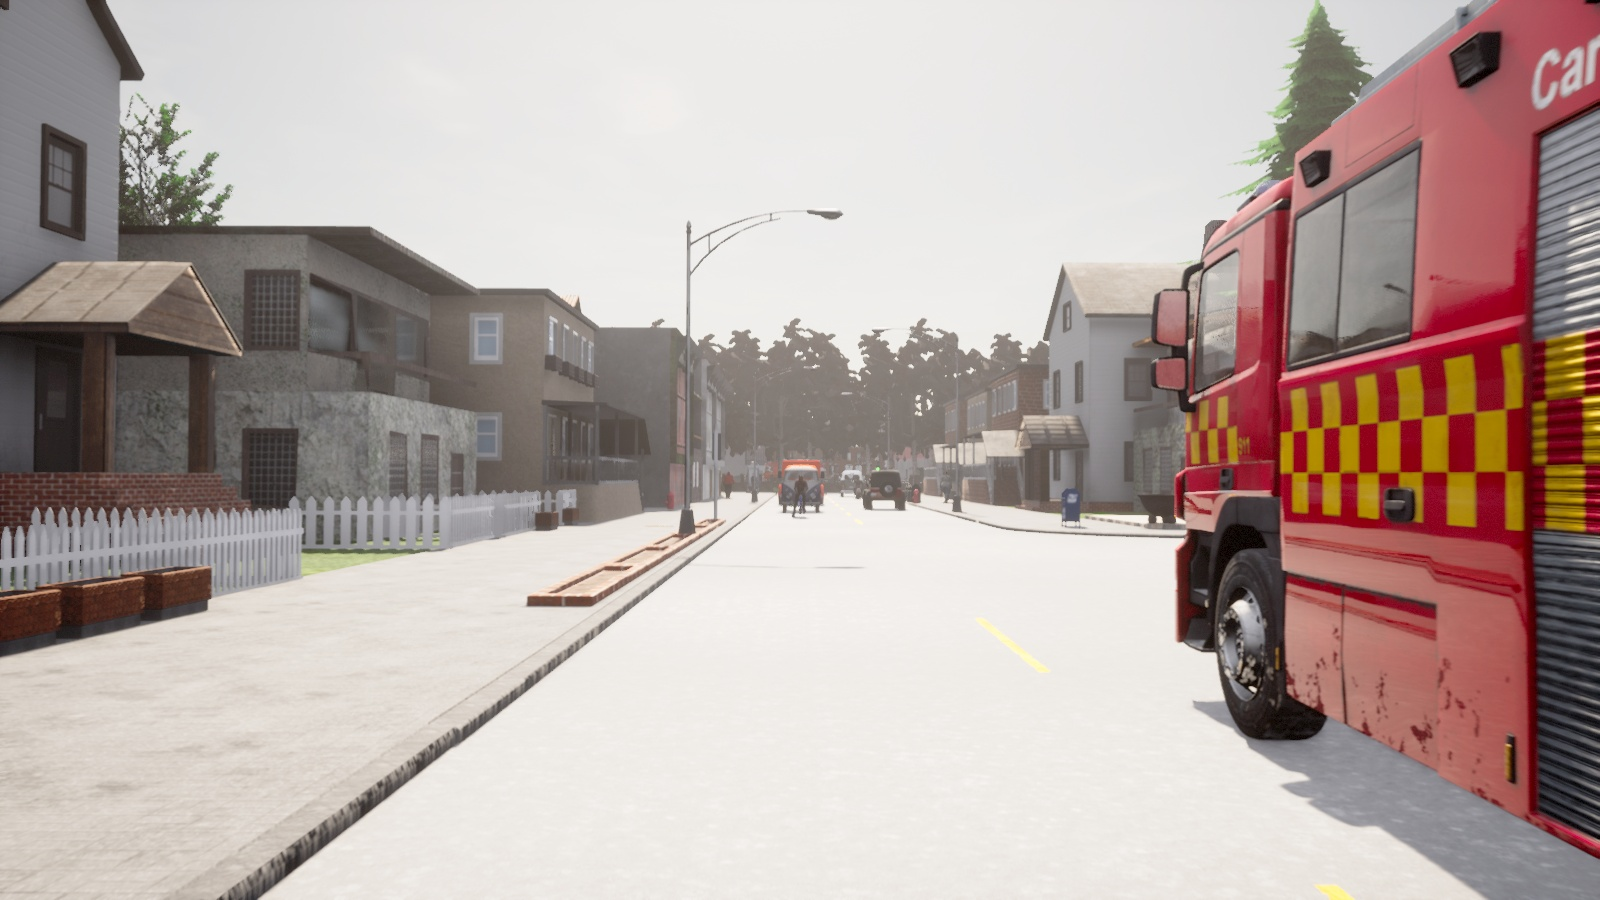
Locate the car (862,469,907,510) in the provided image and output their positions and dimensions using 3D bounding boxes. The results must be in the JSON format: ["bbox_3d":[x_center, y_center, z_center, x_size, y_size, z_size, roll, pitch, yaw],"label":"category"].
[{"bbox_3d":[4.065,1.891,60.865,1.905,1.878,3.866,0,-1,0],"label":"car"}]

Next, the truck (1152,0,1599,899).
[{"bbox_3d":[3.931,-0.247,5.272,2.891,3.827,8.468,0,-1,3],"label":"truck"}]

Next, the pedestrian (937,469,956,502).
[{"bbox_3d":[8.292,2.002,70.983,0.874,1.855,0.900,-1,-1,20],"label":"pedestrian"}]

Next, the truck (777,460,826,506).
[{"bbox_3d":[0.073,1.803,69.333,2.627,2.467,5.204,0,-1,0],"label":"truck"}]

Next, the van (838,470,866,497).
[{"bbox_3d":[4.039,2.598,97.586,2.069,2.038,4.480,0,-1,2],"label":"van"}]

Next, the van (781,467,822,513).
[{"bbox_3d":[0.061,1.765,56.250,1.775,1.987,4.442,0,-1,0],"label":"van"}]

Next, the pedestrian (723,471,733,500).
[{"bbox_3d":[-4.643,2.270,81.243,0.634,1.844,0.899,0,-1,-3],"label":"pedestrian"}]
